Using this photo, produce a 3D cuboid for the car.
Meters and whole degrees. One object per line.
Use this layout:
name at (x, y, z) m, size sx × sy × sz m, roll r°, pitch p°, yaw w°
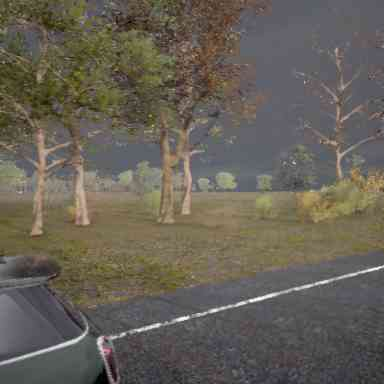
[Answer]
car at (-2.757, 1.349, 1.995) m, size 4.553 × 1.767 × 2.097 m, roll 0°, pitch 0°, yaw -35°
